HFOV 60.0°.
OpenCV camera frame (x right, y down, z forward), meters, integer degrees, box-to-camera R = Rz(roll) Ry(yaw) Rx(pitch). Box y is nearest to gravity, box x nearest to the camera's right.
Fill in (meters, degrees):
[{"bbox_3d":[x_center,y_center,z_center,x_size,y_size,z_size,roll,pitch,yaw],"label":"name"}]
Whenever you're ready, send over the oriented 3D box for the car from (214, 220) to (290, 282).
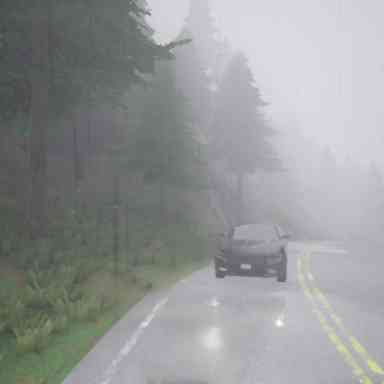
[{"bbox_3d":[2.020,1.665,10.553,1.882,1.535,5.008,-1,-3,16],"label":"car"}]
